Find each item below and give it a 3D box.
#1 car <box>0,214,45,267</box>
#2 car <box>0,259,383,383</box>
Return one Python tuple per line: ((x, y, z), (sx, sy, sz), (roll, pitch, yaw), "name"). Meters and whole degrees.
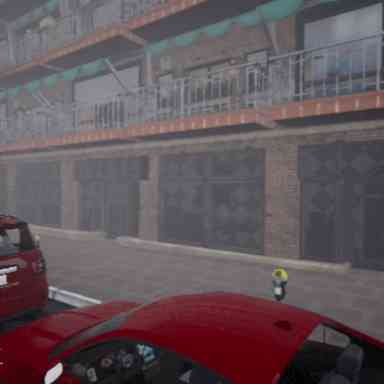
((-4.611, 1.300, 5.948), (5.009, 1.841, 2.192), (0, 1, 35), "car")
((0.004, 1.542, 2.666), (4.507, 1.381, 1.887), (0, 1, 35), "car")
